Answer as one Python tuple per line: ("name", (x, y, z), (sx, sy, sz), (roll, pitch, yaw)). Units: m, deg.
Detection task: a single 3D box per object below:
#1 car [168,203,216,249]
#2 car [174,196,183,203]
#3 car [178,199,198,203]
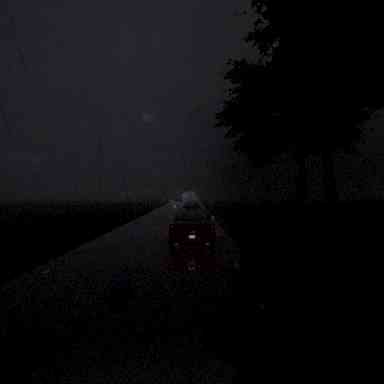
("car", (0.000, 1.489, 14.652), (1.882, 1.535, 5.008), (0, 0, 0))
("car", (-2.751, 1.545, 68.723), (1.895, 1.301, 4.718), (0, 0, 0))
("car", (-0.001, 1.583, 29.655), (1.994, 1.385, 4.181), (0, 0, 0))
